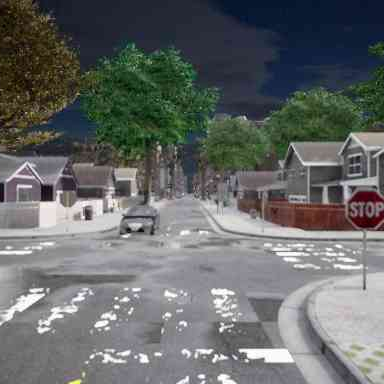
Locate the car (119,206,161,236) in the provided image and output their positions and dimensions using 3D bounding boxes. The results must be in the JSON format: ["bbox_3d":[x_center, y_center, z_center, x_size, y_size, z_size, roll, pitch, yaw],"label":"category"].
[{"bbox_3d":[-2.803,1.549,18.739,2.128,1.511,4.902,0,0,0],"label":"car"}]
